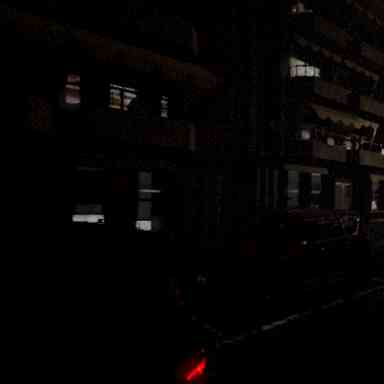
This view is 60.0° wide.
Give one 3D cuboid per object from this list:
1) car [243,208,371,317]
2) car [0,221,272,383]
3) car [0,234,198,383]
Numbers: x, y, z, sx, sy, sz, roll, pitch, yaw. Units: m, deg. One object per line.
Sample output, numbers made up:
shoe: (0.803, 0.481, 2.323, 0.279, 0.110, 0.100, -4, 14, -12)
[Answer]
car: (2.211, 1.347, 7.732, 5.009, 1.841, 2.192, 0, 1, -36)
car: (-2.426, 1.225, 1.174, 5.566, 2.045, 2.150, 0, 0, -36)
car: (-2.388, 1.540, 4.361, 4.829, 1.417, 1.752, 0, 1, -36)
